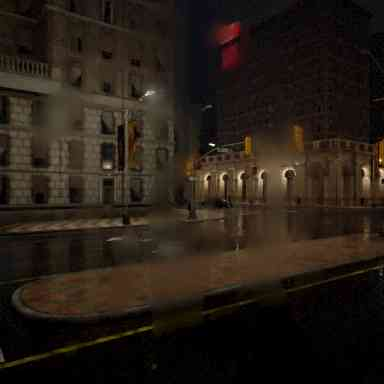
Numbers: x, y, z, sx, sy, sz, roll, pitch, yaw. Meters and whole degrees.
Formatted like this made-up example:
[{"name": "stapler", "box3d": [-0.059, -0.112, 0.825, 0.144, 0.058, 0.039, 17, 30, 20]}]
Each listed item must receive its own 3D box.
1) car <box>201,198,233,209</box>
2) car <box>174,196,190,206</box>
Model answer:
[{"name": "car", "box3d": [3.439, 1.547, 46.936, 2.033, 1.411, 5.357, 0, 0, -36]}, {"name": "car", "box3d": [-2.131, 1.526, 54.791, 1.812, 1.442, 4.674, 0, 0, -35]}]
